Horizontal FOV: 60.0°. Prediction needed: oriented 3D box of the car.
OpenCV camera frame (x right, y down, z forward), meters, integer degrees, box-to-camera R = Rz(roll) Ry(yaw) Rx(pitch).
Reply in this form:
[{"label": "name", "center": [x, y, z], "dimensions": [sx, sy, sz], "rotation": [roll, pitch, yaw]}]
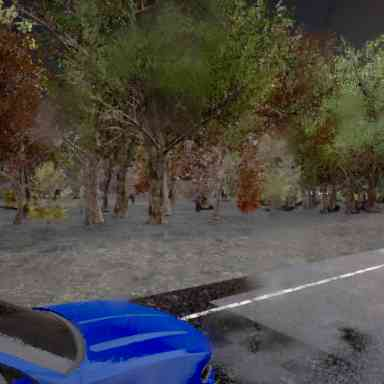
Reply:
[{"label": "car", "center": [-2.078, 1.477, 2.267], "dimensions": [5.008, 1.535, 1.882], "rotation": [0, 0, -35]}]
